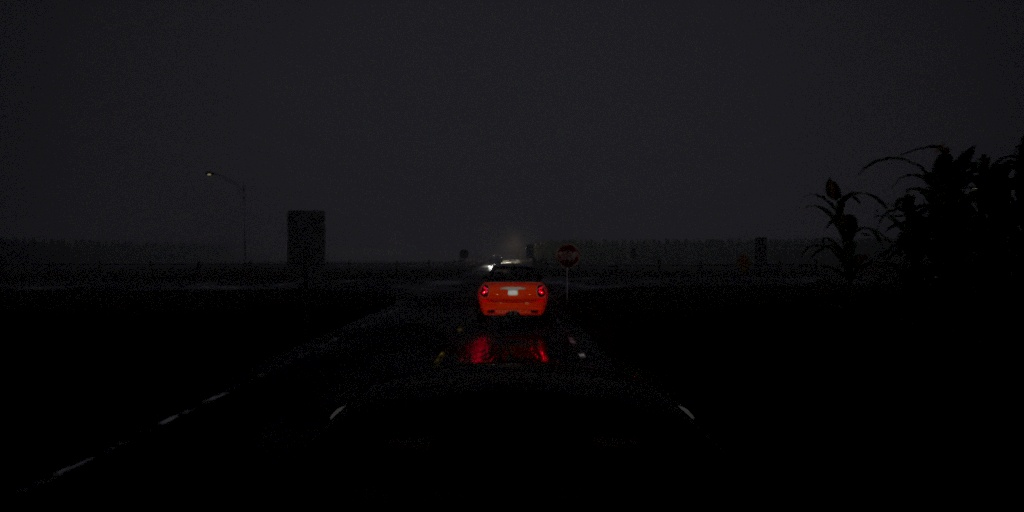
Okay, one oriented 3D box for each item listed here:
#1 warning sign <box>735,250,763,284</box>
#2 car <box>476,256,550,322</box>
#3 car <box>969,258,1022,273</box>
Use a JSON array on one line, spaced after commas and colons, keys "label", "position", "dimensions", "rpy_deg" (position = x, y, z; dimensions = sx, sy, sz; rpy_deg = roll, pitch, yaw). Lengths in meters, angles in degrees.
[{"label": "warning sign", "position": [14.064, 0.711, 21.716], "dimensions": [1.060, 1.860, 1.300], "rpy_deg": [0, 0, -6]}, {"label": "car", "position": [0.043, 1.014, 12.056], "dimensions": [2.097, 1.767, 4.553], "rpy_deg": [0, 1, 0]}, {"label": "car", "position": [41.391, 0.929, 30.670], "dimensions": [4.902, 1.511, 2.128], "rpy_deg": [0, 1, -7]}]
